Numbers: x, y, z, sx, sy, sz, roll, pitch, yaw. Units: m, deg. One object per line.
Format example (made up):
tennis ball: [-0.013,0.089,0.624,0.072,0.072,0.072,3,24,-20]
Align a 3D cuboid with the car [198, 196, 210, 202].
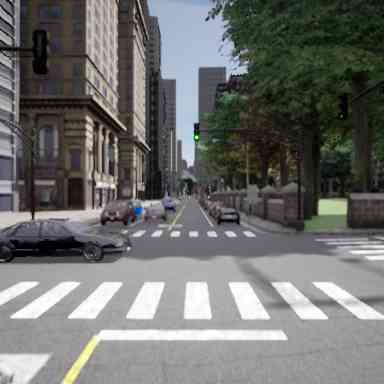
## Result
car: [2.756,1.926,64.396,2.192,1.841,5.009,0,0,0]

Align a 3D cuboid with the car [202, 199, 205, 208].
car: [2.758,2.051,48.133,1.802,1.307,4.206,0,-1,0]

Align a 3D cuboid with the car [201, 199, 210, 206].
car: [2.755,2.184,69.985,1.752,1.417,4.829,0,0,0]

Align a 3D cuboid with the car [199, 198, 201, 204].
car: [2.756,2.131,58.974,1.947,1.339,4.313,0,0,0]

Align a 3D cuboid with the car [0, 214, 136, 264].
car: [-4.947,1.662,11.922,5.357,1.411,2.033,0,0,0]

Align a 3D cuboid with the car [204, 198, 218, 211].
car: [2.759,1.809,37.294,1.967,1.590,4.097,0,-1,0]

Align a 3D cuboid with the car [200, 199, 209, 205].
car: [2.754,2.230,75.404,1.752,1.417,4.829,0,0,0]

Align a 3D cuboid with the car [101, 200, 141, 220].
car: [-5.765,1.581,26.474,2.192,1.841,5.009,0,-1,0]

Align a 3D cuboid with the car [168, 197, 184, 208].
car: [-3.009,2.118,61.663,1.812,1.442,4.674,0,0,0]

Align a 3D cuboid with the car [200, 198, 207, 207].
car: [2.757,2.062,53.554,1.887,1.381,4.507,0,0,0]

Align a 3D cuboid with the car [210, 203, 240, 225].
car: [2.760,1.832,26.453,1.947,1.339,4.313,0,-1,0]

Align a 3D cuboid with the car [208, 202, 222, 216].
car: [2.759,1.900,31.872,1.802,1.307,4.206,0,-1,0]

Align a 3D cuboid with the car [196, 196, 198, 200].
car: [2.754,2.063,80.656,2.192,1.841,5.009,0,0,0]

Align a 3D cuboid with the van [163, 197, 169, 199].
van: [-5.771,2.045,75.254,1.690,1.788,3.998,0,0,0]

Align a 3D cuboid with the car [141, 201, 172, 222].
car: [-3.094,1.822,29.605,1.812,1.442,4.674,0,-1,0]

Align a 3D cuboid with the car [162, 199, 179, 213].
car: [-3.095,2.037,44.503,1.895,1.301,4.718,0,-1,0]
